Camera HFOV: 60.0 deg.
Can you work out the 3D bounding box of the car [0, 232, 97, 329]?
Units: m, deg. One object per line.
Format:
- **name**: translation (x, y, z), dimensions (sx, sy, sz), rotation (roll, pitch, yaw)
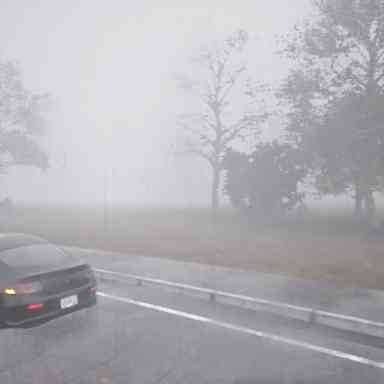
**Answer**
- **car**: translation (-3.820, 1.519, 6.368), dimensions (4.674, 1.442, 1.812), rotation (0, 0, 33)
